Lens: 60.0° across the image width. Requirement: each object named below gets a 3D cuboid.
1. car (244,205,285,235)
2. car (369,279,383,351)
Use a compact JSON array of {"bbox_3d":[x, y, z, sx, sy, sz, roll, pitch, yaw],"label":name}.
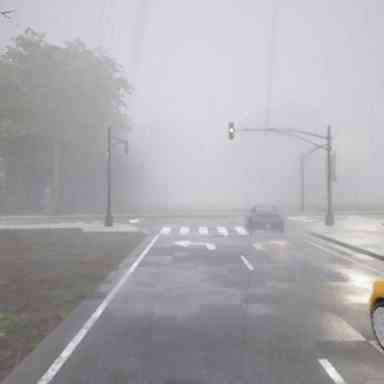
[{"bbox_3d":[4.044,1.479,18.899,2.128,1.511,4.902,0,1,6],"label":"car"},{"bbox_3d":[3.598,1.479,3.022,1.882,1.535,5.008,0,0,0],"label":"car"}]
